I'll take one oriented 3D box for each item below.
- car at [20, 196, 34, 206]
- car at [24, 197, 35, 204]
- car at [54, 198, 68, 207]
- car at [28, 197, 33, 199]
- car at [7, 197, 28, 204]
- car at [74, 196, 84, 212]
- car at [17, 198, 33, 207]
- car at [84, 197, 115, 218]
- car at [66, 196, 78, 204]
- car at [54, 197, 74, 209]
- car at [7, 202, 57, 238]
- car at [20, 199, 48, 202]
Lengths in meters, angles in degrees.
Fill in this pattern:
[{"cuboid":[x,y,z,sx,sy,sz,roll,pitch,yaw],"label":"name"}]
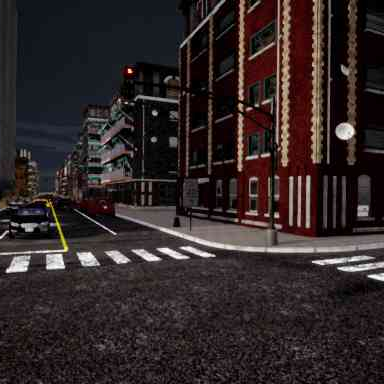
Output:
[{"cuboid":[-29.158,1.542,58.759,1.967,1.590,4.097,1,0,-24],"label":"car"},{"cuboid":[-33.701,1.711,68.983,1.802,1.307,4.206,1,0,-24],"label":"car"},{"cuboid":[-21.906,1.724,55.530,1.994,1.385,4.181,1,0,-24],"label":"car"},{"cuboid":[-16.545,1.551,36.329,1.882,1.535,5.008,1,0,-24],"label":"car"},{"cuboid":[-20.188,1.597,38.266,2.008,1.369,4.403,1,0,-24],"label":"car"},{"cuboid":[-12.960,1.468,41.412,2.192,1.841,5.009,1,0,-24],"label":"car"},{"cuboid":[-26.885,1.639,53.650,2.008,1.369,4.403,1,0,-24],"label":"car"},{"cuboid":[-8.496,1.440,31.156,2.192,1.841,5.009,1,0,-24],"label":"car"},{"cuboid":[-25.444,1.675,70.410,1.967,1.590,4.097,1,0,-24],"label":"car"},{"cuboid":[-17.869,1.641,46.512,1.837,1.490,4.892,1,0,-24],"label":"car"},{"cuboid":[-8.603,1.513,17.850,2.128,1.511,4.902,1,0,-23],"label":"car"},{"cuboid":[-12.422,1.571,26.687,1.812,1.442,4.674,1,0,-23],"label":"car"}]
